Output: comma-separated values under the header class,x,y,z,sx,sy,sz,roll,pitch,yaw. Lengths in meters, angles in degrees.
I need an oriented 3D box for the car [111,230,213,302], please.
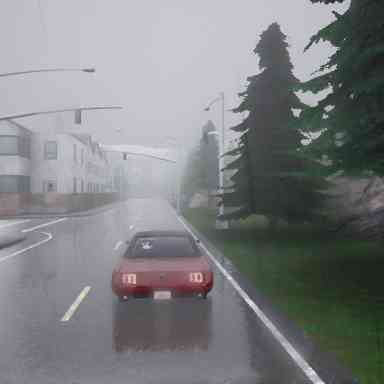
class,x,y,z,sx,sy,sz,roll,pitch,yaw
car,-0.719,1.601,8.291,1.895,1.301,4.718,0,0,-5
